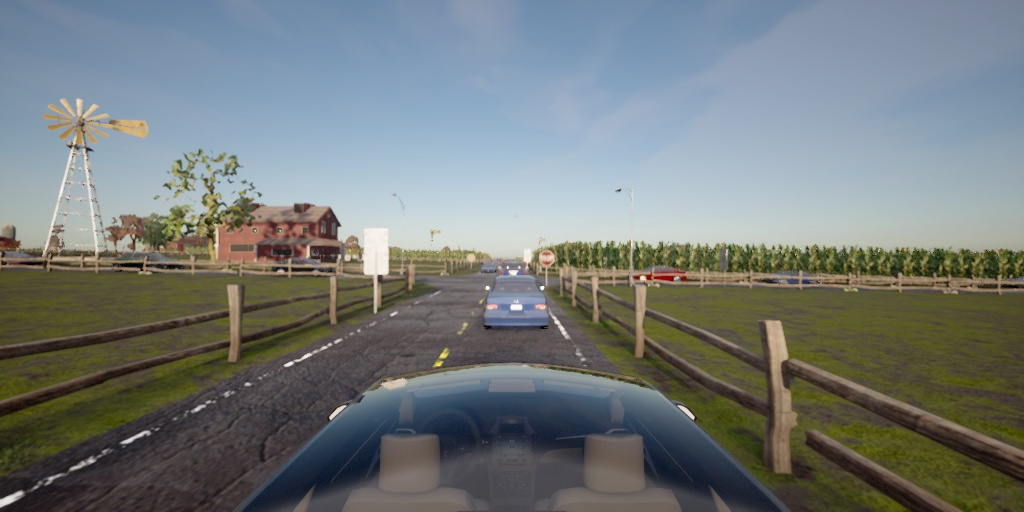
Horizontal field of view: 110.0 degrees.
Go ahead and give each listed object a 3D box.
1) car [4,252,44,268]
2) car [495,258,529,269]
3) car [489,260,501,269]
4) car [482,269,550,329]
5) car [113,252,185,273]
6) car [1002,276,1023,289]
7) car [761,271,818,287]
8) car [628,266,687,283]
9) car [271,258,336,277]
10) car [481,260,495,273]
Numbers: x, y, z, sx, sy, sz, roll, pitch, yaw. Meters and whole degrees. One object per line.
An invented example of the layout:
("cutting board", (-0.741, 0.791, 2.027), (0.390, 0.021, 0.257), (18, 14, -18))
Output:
("car", (-46.816, 0.327, 33.124), (5.357, 1.411, 2.033), (1, -1, 1))
("car", (0.103, 1.155, 25.428), (2.097, 1.767, 4.553), (0, 0, 0))
("car", (-2.799, 1.433, 60.949), (1.812, 1.442, 4.674), (0, 0, 1))
("car", (0.102, 1.319, 11.352), (2.033, 1.411, 5.357), (0, 0, 0))
("car", (-30.336, 0.473, 30.099), (4.553, 1.767, 2.097), (1, -1, 0))
("car", (47.490, 2.470, 32.303), (4.892, 1.490, 1.837), (2, -1, 1))
("car", (25.155, 2.012, 32.572), (4.181, 1.385, 1.994), (1, -1, 1))
("car", (13.209, 1.651, 32.674), (5.008, 1.535, 1.882), (1, -1, 0))
("car", (-17.343, 0.923, 29.981), (4.892, 1.490, 1.837), (1, -1, 0))
("car", (-2.836, 1.406, 45.645), (2.033, 1.411, 5.357), (0, 0, 0))
